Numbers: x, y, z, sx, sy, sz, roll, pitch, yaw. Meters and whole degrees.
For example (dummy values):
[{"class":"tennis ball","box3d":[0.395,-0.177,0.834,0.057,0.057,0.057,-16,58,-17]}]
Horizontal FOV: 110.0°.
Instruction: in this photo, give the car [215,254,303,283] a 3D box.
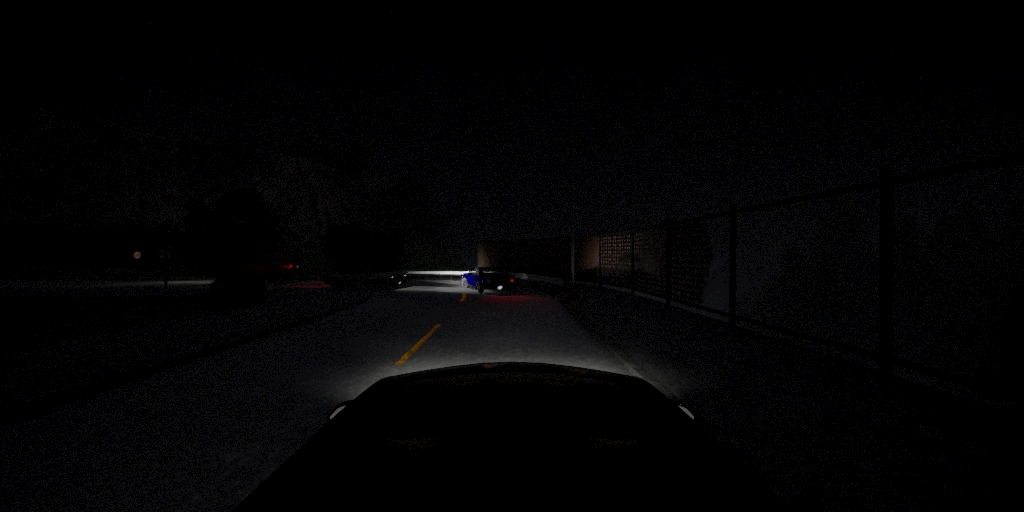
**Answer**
[{"class":"car","box3d":[-18.619,0.888,26.578,5.566,2.045,2.150,0,0,-2]}]

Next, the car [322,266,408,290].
[{"class":"car","box3d":[-8.792,1.286,21.681,4.718,1.301,1.895,0,0,12]}]

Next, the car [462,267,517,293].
[{"class":"car","box3d":[-1.452,1.291,20.336,1.895,1.301,4.718,0,0,-22]}]
